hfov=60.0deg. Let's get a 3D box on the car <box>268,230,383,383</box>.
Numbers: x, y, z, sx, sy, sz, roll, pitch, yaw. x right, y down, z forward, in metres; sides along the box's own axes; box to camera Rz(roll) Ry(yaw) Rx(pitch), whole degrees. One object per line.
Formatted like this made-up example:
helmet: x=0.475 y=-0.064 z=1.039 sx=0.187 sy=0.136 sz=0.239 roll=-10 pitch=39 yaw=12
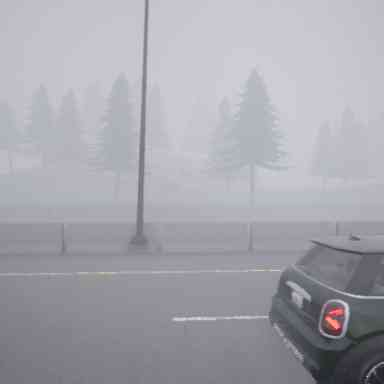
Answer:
car: x=3.427 y=1.364 z=4.332 sx=4.553 sy=1.767 sz=2.097 roll=0 pitch=0 yaw=-5
